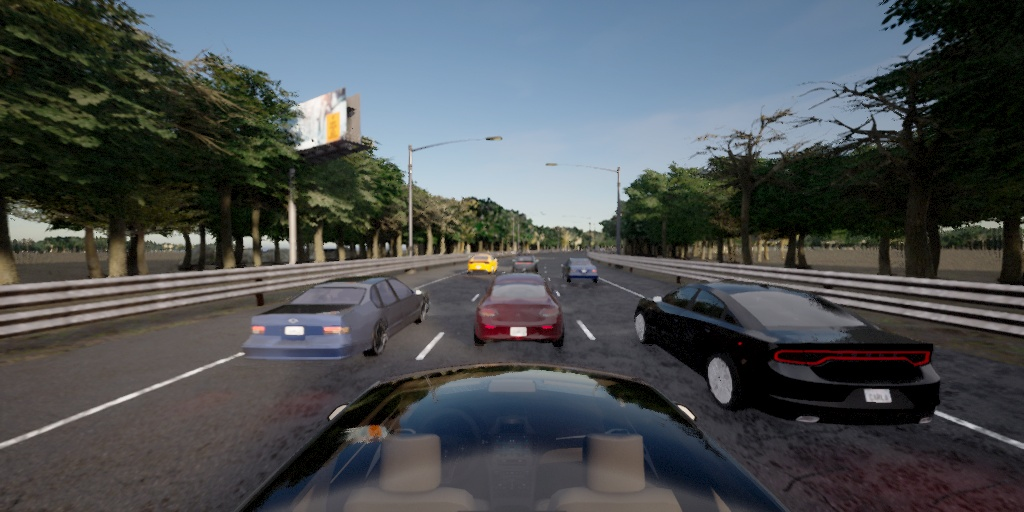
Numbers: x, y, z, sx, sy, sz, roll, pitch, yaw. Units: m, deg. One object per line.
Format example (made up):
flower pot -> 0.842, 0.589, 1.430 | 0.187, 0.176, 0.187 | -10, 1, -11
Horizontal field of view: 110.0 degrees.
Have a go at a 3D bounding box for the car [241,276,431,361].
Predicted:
car -> -3.340, 1.157, 8.114 | 2.033, 1.411, 5.357 | 0, 1, 1

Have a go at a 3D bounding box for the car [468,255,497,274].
car -> -2.341, 0.632, 29.465 | 1.882, 1.535, 5.008 | 0, 1, 4

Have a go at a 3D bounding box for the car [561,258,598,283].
car -> 4.214, 0.849, 22.769 | 2.033, 1.411, 5.357 | 0, 1, 4

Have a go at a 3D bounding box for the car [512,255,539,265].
car -> 1.044, 0.685, 27.745 | 2.128, 1.511, 4.902 | 0, 1, 4

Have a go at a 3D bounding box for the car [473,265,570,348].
car -> 0.178, 1.125, 8.685 | 1.812, 1.442, 4.674 | 0, 1, 2

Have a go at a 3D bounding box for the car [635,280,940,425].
car -> 3.607, 1.138, 5.953 | 1.882, 1.535, 5.008 | 0, 2, 1
